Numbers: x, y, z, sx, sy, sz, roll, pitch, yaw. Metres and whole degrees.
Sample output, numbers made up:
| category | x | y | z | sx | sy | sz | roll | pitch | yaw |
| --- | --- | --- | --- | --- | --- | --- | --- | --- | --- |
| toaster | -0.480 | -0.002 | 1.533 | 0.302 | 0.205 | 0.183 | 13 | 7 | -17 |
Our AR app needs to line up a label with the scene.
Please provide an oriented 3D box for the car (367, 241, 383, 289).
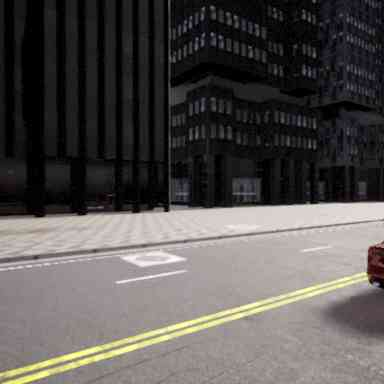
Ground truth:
| category | x | y | z | sx | sy | sz | roll | pitch | yaw |
| --- | --- | --- | --- | --- | --- | --- | --- | --- | --- |
| car | 6.107 | 1.457 | 7.829 | 5.008 | 1.535 | 1.882 | -1 | 0 | -35 |
